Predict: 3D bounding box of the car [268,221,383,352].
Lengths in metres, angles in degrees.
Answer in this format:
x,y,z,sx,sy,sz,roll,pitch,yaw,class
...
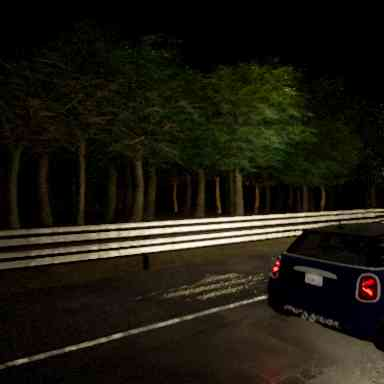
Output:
x,y,z,sx,sy,sz,roll,pitch,yaw,class
3.586,1.358,6.303,4.553,1.767,2.097,0,0,-35,car
